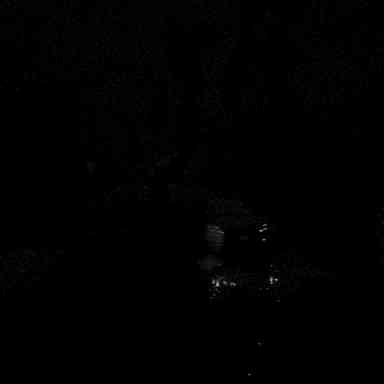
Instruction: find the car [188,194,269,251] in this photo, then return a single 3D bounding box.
[{"bbox_3d":[1.031,0.887,11.570,1.882,1.535,5.008,-2,3,-9],"label":"car"}]
